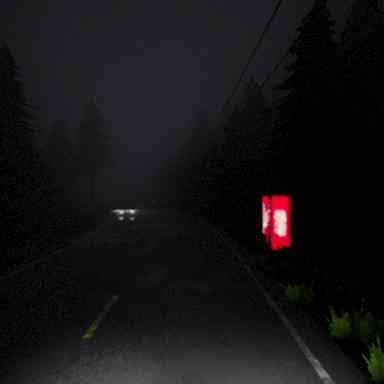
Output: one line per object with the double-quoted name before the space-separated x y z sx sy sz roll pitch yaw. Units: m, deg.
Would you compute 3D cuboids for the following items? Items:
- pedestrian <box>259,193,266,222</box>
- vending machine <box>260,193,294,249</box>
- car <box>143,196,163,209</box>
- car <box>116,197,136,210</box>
"pedestrian" 2.968 0.945 14.033 0.375 1.860 0.375 0 0 -2
"vending machine" 3.302 1.102 13.008 1.100 2.100 0.880 0 0 -2
"car" -4.777 1.203 40.556 2.128 1.511 4.902 0 0 -17
"car" -7.652 1.291 38.399 1.994 1.385 4.181 0 0 -17
